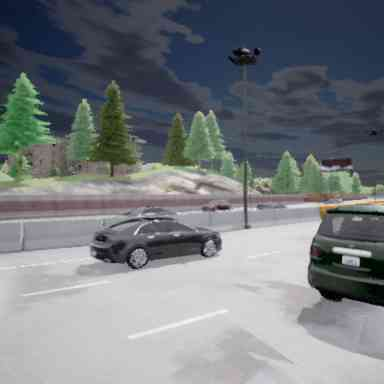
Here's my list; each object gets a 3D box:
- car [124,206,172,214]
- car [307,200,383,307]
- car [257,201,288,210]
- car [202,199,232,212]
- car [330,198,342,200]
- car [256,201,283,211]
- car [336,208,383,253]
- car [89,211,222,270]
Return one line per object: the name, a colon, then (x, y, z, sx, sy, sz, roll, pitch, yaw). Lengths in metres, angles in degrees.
car: (-3.285, 1.767, 23.683, 4.892, 1.490, 1.837, 1, -1, -40)
car: (4.812, 1.273, 7.374, 5.566, 2.045, 2.150, 0, 0, -39)
car: (10.240, 1.912, 41.711, 2.033, 1.411, 5.357, -1, -1, 42)
car: (3.318, 1.784, 44.504, 2.097, 1.767, 4.553, -1, -1, 43)
car: (21.453, 1.743, 49.876, 2.097, 1.767, 4.553, -1, -1, 38)
car: (11.372, 2.027, 48.500, 1.895, 1.301, 4.718, -1, -1, 39)
car: (8.647, 1.584, 15.080, 5.008, 1.535, 1.882, 0, 0, -41)
car: (-1.088, 1.633, 11.670, 4.892, 1.490, 1.837, 0, 0, -38)
